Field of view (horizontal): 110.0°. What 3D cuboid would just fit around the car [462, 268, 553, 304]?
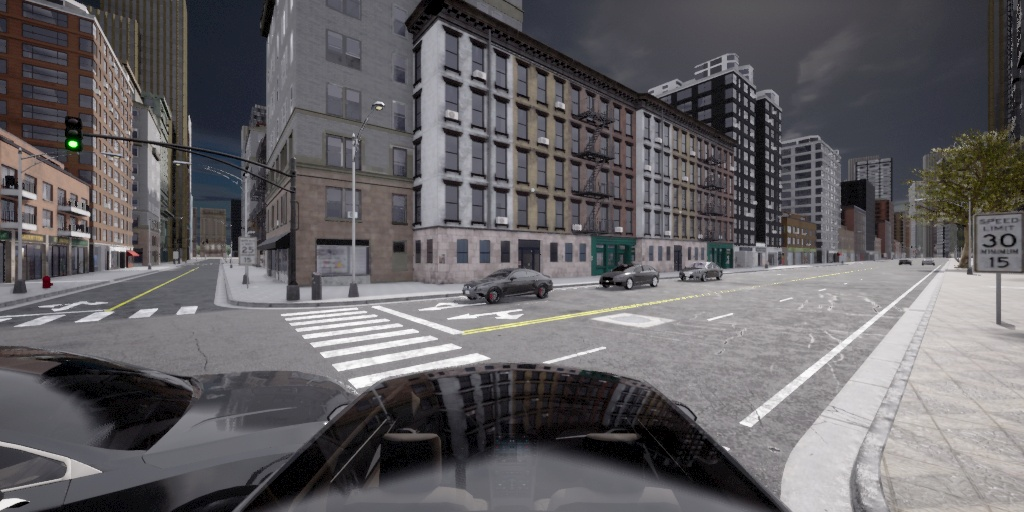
[{"bbox_3d":[-0.087,1.286,16.720,4.674,1.442,1.812,0,0,-39],"label":"car"}]

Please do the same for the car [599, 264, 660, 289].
[{"bbox_3d":[7.586,1.258,22.968,4.892,1.490,1.837,0,0,-39],"label":"car"}]

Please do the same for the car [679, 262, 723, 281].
[{"bbox_3d":[15.576,1.236,29.462,4.902,1.511,2.128,0,0,-39],"label":"car"}]

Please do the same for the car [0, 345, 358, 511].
[{"bbox_3d":[-3.227,1.257,1.739,4.892,1.490,1.837,0,0,-35],"label":"car"}]
